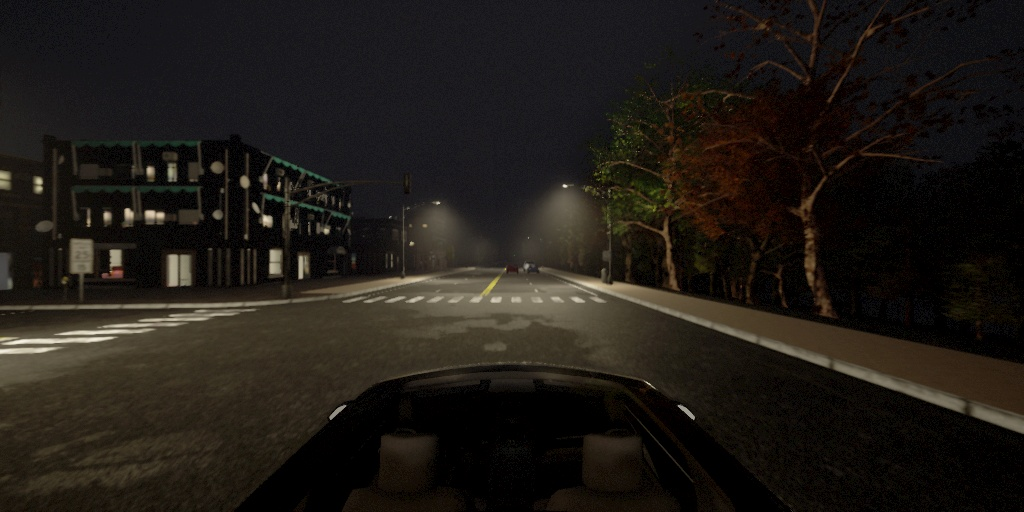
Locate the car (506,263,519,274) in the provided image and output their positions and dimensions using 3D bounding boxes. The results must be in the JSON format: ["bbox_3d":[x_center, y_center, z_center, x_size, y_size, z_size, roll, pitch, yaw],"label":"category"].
[{"bbox_3d":[0.078,1.962,56.121,1.882,1.535,5.008,0,-1,0],"label":"car"}]

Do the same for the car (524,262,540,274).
[{"bbox_3d":[3.331,2.033,56.146,2.033,1.411,5.357,0,-1,0],"label":"car"}]
